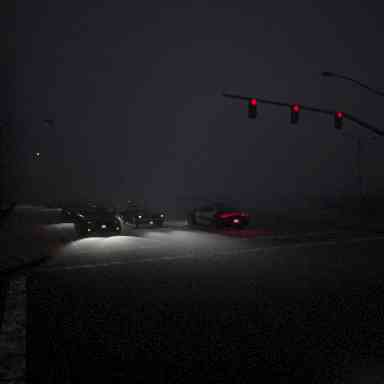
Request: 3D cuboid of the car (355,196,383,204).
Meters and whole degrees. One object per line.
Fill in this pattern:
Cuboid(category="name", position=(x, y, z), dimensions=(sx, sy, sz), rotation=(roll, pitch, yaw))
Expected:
Cuboid(category="car", position=(30.862, 1.364, 58.051), dimensions=(1.784, 1.438, 3.905), rotation=(0, 0, -27))

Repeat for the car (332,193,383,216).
Cuboid(category="car", position=(15.937, 1.153, 31.103), dimensions=(1.932, 1.855, 4.605), rotation=(0, 0, -27))

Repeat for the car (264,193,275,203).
Cuboid(category="car", position=(14.167, 1.364, 66.563), dimensions=(1.784, 1.438, 3.905), rotation=(0, 0, -27))

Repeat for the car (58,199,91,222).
Cuboid(category="car", position=(-9.212, 1.526, 26.260), dimensions=(1.812, 1.442, 4.674), rotation=(0, 0, -27))

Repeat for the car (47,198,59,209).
Cuboid(category="car", position=(-18.786, 1.547, 45.357), dimensions=(2.033, 1.411, 5.357), rotation=(0, 0, -26))

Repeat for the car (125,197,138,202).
Cuboid(category="car", position=(-9.482, 1.526, 50.433), dimensions=(1.812, 1.442, 4.674), rotation=(0, 0, -26))

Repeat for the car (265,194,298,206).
Cuboid(category="car", position=(13.165, 1.395, 49.183), dimensions=(1.970, 1.475, 3.806), rotation=(0, 0, -27))

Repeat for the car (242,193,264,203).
Cuboid(category="car", position=(11.577, 1.395, 65.270), dimensions=(1.970, 1.475, 3.806), rotation=(0, 0, -27))

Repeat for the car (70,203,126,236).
Cuboid(category="car", position=(-5.341, 1.564, 18.553), dimensions=(1.994, 1.385, 4.181), rotation=(0, 0, -27))

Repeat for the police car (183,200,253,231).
Cuboid(category="police car", position=(1.414, 1.509, 21.048), dimensions=(2.038, 1.542, 4.974), rotation=(0, 0, -27))

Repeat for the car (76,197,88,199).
Cuboid(category="car", position=(-15.176, 1.507, 45.947), dimensions=(1.837, 1.490, 4.892), rotation=(0, -1, -26))

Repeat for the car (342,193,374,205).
Cuboid(category="car", position=(28.242, 1.153, 56.814), dimensions=(1.932, 1.855, 4.605), rotation=(0, 0, -27))

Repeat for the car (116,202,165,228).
Cuboid(category="car", position=(-3.515, 1.601, 22.708), dimensions=(1.895, 1.301, 4.718), rotation=(0, 0, -27))

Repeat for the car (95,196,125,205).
Cuboid(category="car", position=(-8.558, 1.492, 32.723), dimensions=(2.128, 1.511, 4.902), rotation=(0, 0, -27))
